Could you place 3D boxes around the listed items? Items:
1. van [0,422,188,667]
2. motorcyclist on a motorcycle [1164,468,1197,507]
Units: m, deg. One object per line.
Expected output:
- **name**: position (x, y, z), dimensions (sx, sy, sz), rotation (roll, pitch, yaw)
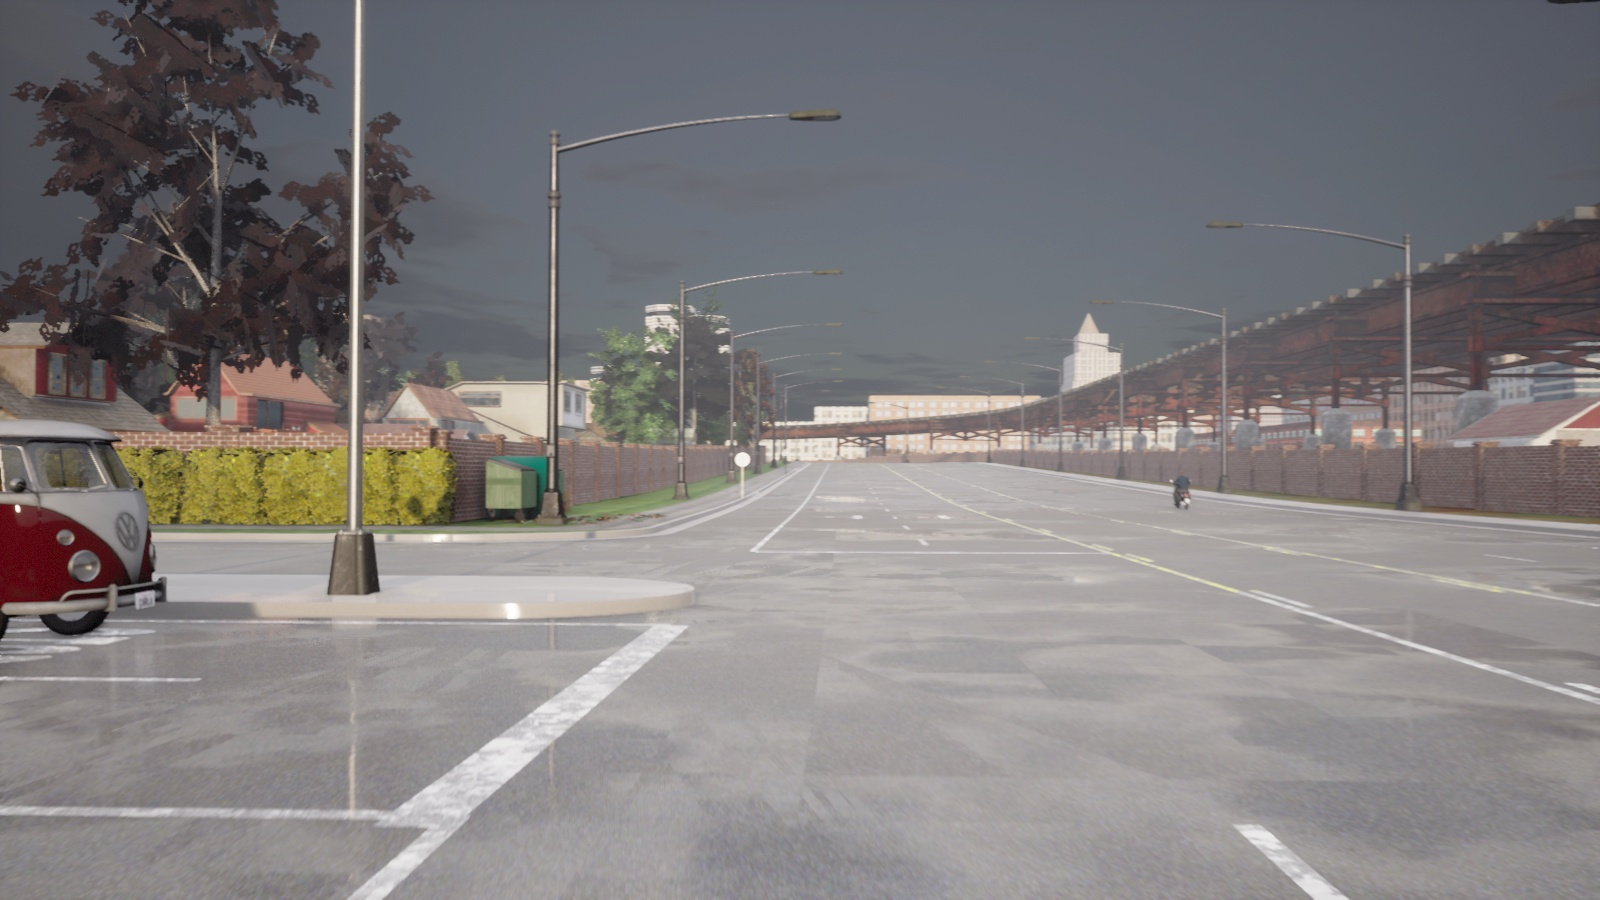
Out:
- **van**: position (-8.075, 0.789, 11.120), dimensions (4.442, 1.987, 1.775), rotation (0, -1, 2)
- **motorcyclist on a motorcycle**: position (15.742, 1.537, 51.971), dimensions (0.866, 1.590, 1.817), rotation (0, -1, 2)
